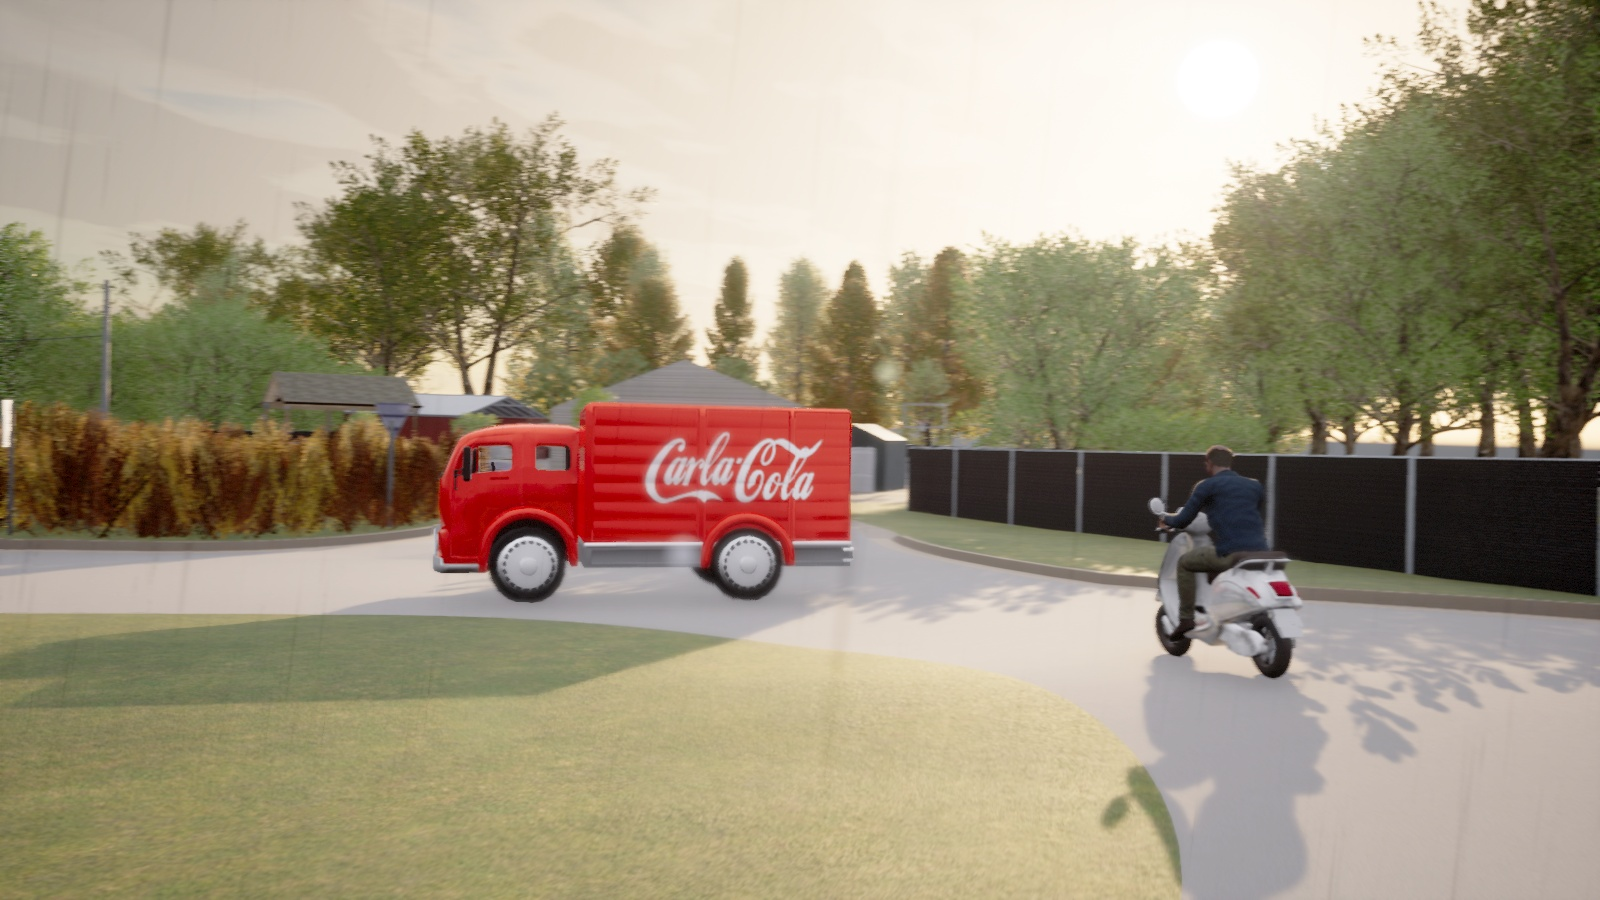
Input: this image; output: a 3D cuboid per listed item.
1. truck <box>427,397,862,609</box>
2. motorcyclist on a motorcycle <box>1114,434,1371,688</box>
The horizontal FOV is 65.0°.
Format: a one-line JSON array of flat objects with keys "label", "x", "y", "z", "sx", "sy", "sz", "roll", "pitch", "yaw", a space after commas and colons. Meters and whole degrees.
[{"label": "truck", "x": -2.049, "y": 0.655, "z": 16.440, "sx": 5.204, "sy": 2.467, "sz": 2.627, "roll": 0, "pitch": -1, "yaw": -12}, {"label": "motorcyclist on a motorcycle", "x": 3.039, "y": 0.744, "z": 8.871, "sx": 0.866, "sy": 1.590, "sz": 1.817, "roll": 0, "pitch": -3, "yaw": -11}]
